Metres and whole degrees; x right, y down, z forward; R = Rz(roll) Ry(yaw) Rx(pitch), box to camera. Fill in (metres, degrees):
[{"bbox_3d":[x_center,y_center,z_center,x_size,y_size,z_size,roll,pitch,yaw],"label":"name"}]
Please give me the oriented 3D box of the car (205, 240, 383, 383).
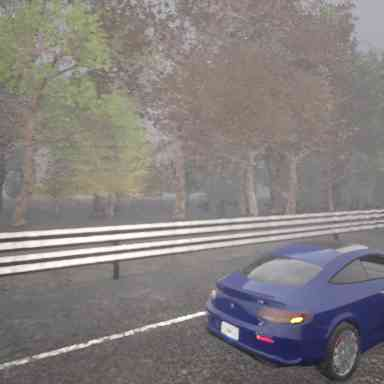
[{"bbox_3d":[2.339,1.525,5.397,4.674,1.442,1.812,0,0,-35],"label":"car"}]
